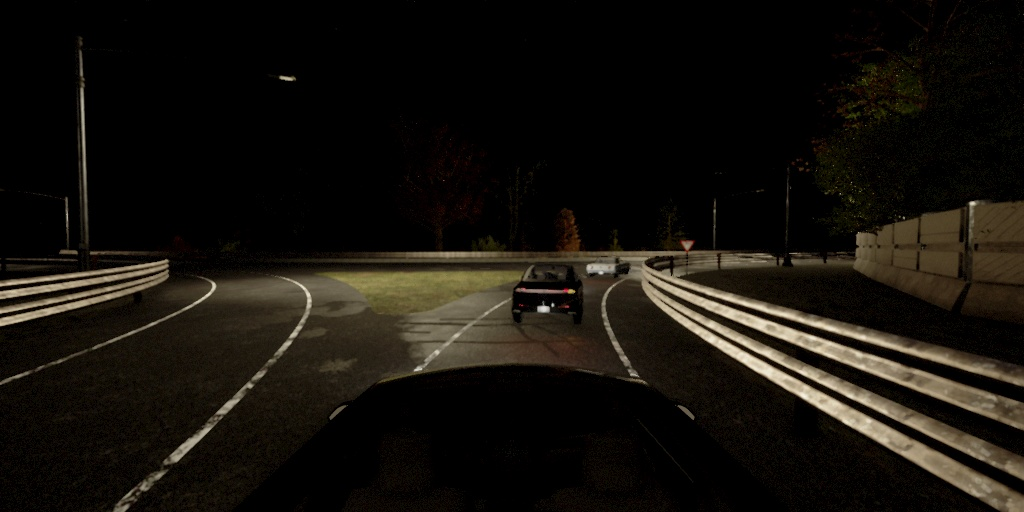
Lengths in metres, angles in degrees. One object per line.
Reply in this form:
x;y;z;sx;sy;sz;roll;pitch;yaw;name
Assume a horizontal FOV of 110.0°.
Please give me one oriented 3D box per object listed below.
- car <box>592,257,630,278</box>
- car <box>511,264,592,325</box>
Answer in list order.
6.738;0.728;24.579;1.895;1.301;4.718;1;2;30;car
1.225;0.989;10.898;2.128;1.511;4.902;0;2;11;car
